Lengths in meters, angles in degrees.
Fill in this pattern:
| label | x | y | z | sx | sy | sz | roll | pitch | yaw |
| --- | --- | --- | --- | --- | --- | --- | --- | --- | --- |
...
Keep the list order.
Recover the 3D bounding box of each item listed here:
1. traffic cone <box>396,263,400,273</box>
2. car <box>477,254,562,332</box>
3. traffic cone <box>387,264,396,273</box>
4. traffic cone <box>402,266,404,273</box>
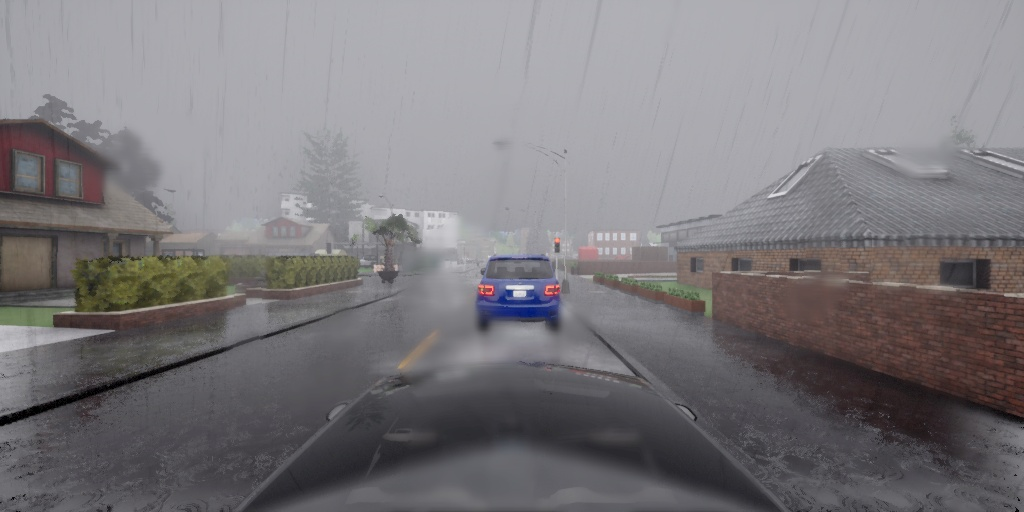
| label | x | y | z | sx | sy | sz | roll | pitch | yaw |
| --- | --- | --- | --- | --- | --- | --- | --- | --- | --- |
| traffic cone | -15.056 | 1.558 | 46.450 | 0.344 | 0.586 | 0.344 | 0 | 0 | 0 |
| car | 0.185 | 0.971 | 11.005 | 2.150 | 2.045 | 5.566 | 0 | 0 | 0 |
| traffic cone | -15.421 | 1.561 | 45.883 | 0.344 | 0.586 | 0.344 | 0 | 0 | 0 |
| traffic cone | -14.049 | 1.582 | 47.482 | 0.344 | 0.586 | 0.344 | 0 | 0 | 0 |
